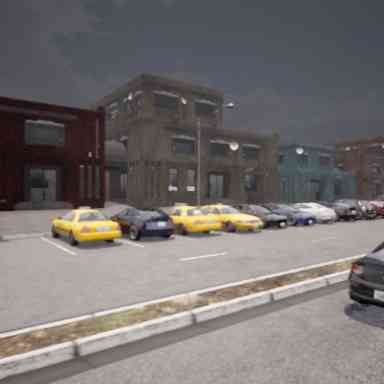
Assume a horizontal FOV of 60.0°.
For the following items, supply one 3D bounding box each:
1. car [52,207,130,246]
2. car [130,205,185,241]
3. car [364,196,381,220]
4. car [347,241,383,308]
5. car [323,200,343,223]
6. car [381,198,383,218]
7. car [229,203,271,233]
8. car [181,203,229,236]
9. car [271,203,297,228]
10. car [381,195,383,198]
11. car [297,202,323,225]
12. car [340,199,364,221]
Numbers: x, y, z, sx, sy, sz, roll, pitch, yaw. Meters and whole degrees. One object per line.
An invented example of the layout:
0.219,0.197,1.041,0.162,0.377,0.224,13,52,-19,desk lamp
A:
-5.054,1.473,15.417,1.946,1.575,5.366,0,0,-36,car
-2.733,1.505,16.916,2.163,1.488,4.792,0,0,-36,car
12.924,1.383,28.210,2.185,1.767,4.553,0,0,-36,car
4.975,1.527,6.738,4.674,1.442,1.812,0,0,-36,car
8.414,1.533,24.973,2.002,1.452,4.674,0,0,-36,car
15.140,1.518,29.850,2.097,1.535,5.008,0,0,-36,car
1.857,1.476,19.988,1.946,1.575,5.366,0,0,-36,car
-0.597,1.473,18.665,1.946,1.575,5.366,0,0,-36,car
3.997,1.512,21.734,2.163,1.488,4.792,0,0,-36,car
19.584,1.290,33.116,2.435,2.045,5.566,0,0,-36,car
6.227,1.517,23.353,2.163,1.488,4.792,0,0,-36,car
10.657,1.529,26.640,2.163,1.488,4.792,0,0,-36,car
